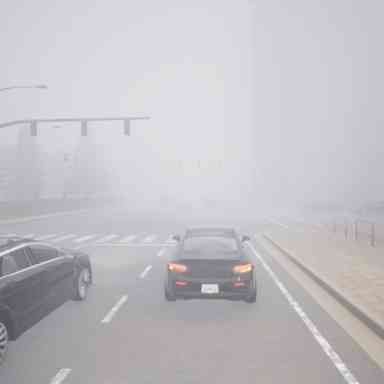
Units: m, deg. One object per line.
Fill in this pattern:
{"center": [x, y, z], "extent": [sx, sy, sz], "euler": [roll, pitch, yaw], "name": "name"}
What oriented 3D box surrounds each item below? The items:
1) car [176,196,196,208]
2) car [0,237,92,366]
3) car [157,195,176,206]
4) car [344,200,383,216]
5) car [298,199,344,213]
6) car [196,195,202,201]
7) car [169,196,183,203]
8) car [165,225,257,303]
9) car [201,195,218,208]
{"center": [-0.864, 1.522, 47.575], "extent": [1.812, 1.442, 4.674], "euler": [0, 0, 3], "name": "car"}
{"center": [-3.214, 1.491, 5.466], "extent": [2.128, 1.511, 4.902], "euler": [0, 0, 4], "name": "car"}
{"center": [-4.243, 1.348, 53.169], "extent": [2.097, 1.767, 4.553], "euler": [0, 0, 3], "name": "car"}
{"center": [18.082, 1.557, 32.787], "extent": [4.892, 1.490, 1.837], "euler": [0, 0, 2], "name": "car"}
{"center": [14.184, 1.556, 36.456], "extent": [4.892, 1.490, 1.837], "euler": [-1, 0, 3], "name": "car"}
{"center": [2.386, 1.494, 82.229], "extent": [1.837, 1.490, 4.892], "euler": [0, 0, 33], "name": "car"}
{"center": [-3.185, 1.555, 68.252], "extent": [1.994, 1.385, 4.181], "euler": [0, 0, 9], "name": "car"}
{"center": [0.456, 1.525, 8.119], "extent": [1.812, 1.442, 4.674], "euler": [0, 0, 4], "name": "car"}
{"center": [2.644, 1.522, 47.377], "extent": [1.812, 1.442, 4.674], "euler": [0, 0, 3], "name": "car"}
